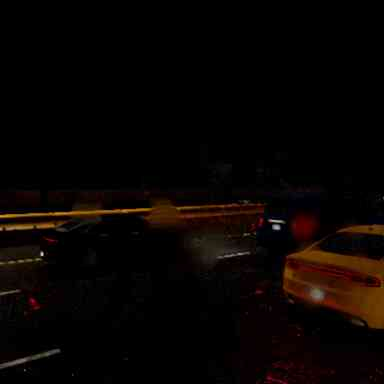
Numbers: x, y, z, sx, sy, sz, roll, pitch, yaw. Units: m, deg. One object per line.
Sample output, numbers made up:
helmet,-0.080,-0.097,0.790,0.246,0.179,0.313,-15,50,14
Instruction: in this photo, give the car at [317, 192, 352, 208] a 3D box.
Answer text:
car,16.926,0.918,39.410,4.553,1.767,2.097,-1,1,-44

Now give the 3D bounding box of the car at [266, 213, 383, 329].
car,3.972,1.395,6.617,5.008,1.535,1.882,-1,1,-35

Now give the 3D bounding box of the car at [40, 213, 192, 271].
car,-2.251,1.454,10.795,4.892,1.490,1.837,-1,1,-35

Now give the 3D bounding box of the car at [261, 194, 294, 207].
car,11.291,1.068,43.714,5.008,1.535,1.882,-1,1,-43

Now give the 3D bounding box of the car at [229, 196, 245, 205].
car,7.078,1.226,44.586,4.718,1.301,1.895,-1,1,-42

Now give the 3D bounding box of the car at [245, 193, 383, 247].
car,4.689,1.099,11.407,5.566,2.045,2.150,-1,1,-35
